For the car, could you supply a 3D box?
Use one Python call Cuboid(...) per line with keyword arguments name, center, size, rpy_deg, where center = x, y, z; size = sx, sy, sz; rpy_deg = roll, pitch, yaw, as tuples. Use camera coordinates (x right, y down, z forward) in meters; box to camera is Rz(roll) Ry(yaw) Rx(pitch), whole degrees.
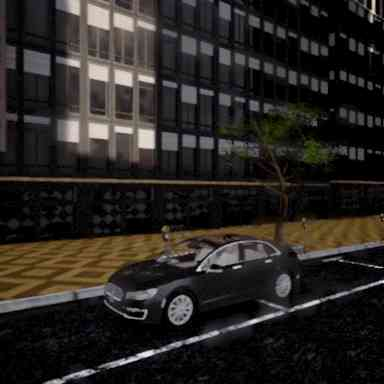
Cuboid(name="car", center=(0.429, 1.591, 6.878), size=(4.403, 1.369, 2.008), rpy_deg=(1, -1, -36))
